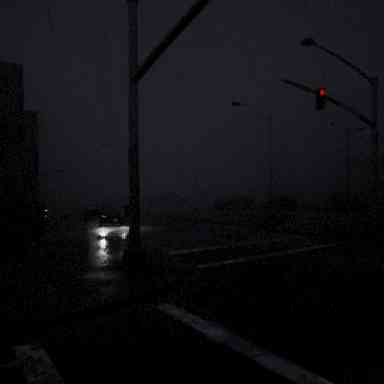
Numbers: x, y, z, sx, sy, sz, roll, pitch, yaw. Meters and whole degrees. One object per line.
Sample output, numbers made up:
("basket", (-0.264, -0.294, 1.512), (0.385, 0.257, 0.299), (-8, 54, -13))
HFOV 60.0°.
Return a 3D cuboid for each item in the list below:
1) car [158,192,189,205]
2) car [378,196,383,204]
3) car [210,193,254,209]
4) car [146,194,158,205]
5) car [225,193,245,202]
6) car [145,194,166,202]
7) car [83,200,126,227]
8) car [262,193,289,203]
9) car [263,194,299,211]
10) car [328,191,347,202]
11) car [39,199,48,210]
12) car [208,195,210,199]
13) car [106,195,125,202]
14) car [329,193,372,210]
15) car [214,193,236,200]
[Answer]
("car", (-2.475, 0.999, 49.092), (3.866, 1.878, 1.905), (-1, 0, -36))
("car", (29.245, 0.756, 48.180), (3.866, 1.878, 1.905), (-1, 0, -36))
("car", (4.979, 1.079, 38.693), (5.027, 1.636, 2.152), (-1, 0, -36))
("car", (-4.503, 1.023, 51.214), (4.605, 1.855, 1.932), (-1, 0, -36))
("car", (8.472, 1.062, 64.955), (3.633, 1.501, 1.845), (-1, 0, -36))
("car", (-7.447, 1.232, 68.301), (3.806, 1.475, 1.970), (-1, 0, -36))
("car", (-6.487, 1.611, 24.234), (1.812, 1.442, 4.674), (-1, 0, -36))
("car", (14.259, 1.043, 56.808), (4.514, 1.523, 2.007), (-1, 0, -36))
("car", (8.981, 1.156, 33.666), (3.806, 1.475, 1.970), (-1, 0, -36))
("car", (20.935, 0.853, 46.268), (4.605, 1.855, 1.932), (-1, 0, -36))
("car", (-20.337, 1.643, 43.644), (1.994, 1.385, 4.181), (-1, 0, -35))
("car", (5.939, 1.004, 81.573), (4.514, 1.523, 2.007), (-1, 0, -36))
("car", (-15.215, 1.293, 66.401), (3.633, 1.501, 1.845), (-1, 0, -36))
("car", (16.844, 1.153, 34.796), (4.514, 1.523, 2.007), (-1, 0, -36))
("car", (7.809, 0.995, 79.054), (5.027, 1.636, 2.152), (-1, 0, -36))
